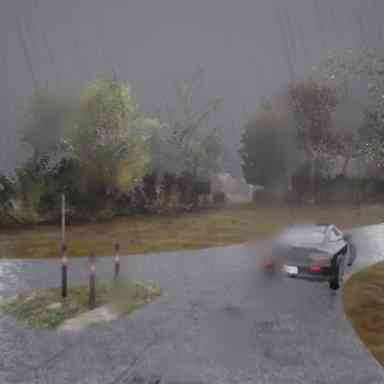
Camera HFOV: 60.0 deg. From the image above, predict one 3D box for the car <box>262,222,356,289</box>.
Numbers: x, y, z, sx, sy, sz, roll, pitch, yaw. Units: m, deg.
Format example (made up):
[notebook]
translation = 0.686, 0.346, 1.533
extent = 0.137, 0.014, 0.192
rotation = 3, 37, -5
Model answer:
[car]
translation = 3.417, 1.588, 9.445
extent = 1.812, 1.442, 4.674
rotation = 0, 0, 31
